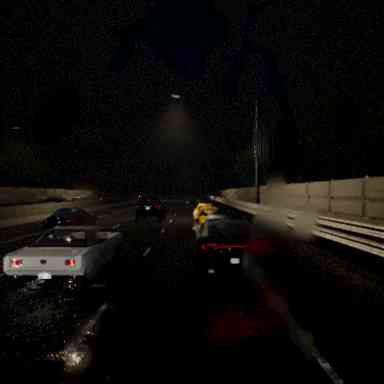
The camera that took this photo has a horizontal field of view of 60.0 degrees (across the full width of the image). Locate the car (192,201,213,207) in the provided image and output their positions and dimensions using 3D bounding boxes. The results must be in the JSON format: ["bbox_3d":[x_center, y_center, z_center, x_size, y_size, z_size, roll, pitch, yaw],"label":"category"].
[{"bbox_3d":[1.046,1.570,20.794,1.801,1.575,5.366,0,0,0],"label":"car"}]

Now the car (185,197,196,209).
[{"bbox_3d":[0.001,1.634,47.405,2.128,1.511,4.902,0,0,0],"label":"car"}]

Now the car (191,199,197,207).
[{"bbox_3d":[1.045,1.589,26.794,1.801,1.575,5.366,0,0,0],"label":"car"}]

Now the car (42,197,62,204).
[{"bbox_3d":[-24.537,1.629,58.547,1.837,1.490,4.892,0,0,0],"label":"car"}]

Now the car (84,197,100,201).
[{"bbox_3d":[-17.548,1.687,60.591,1.994,1.385,4.181,0,0,1],"label":"car"}]

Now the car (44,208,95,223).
[{"bbox_3d":[-6.904,1.634,19.230,1.812,1.442,4.674,0,0,0],"label":"car"}]

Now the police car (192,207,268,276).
[{"bbox_3d":[1.048,1.491,10.716,1.930,1.638,5.238,0,0,0],"label":"police car"}]

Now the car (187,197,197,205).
[{"bbox_3d":[-0.013,1.629,61.939,1.837,1.490,4.892,0,0,0],"label":"car"}]

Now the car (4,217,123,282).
[{"bbox_3d":[-3.402,1.663,9.912,1.895,1.301,4.718,0,0,0],"label":"car"}]

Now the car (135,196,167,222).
[{"bbox_3d":[-3.407,1.358,28.270,2.150,2.045,5.566,0,0,0],"label":"car"}]

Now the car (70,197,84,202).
[{"bbox_3d":[-21.036,1.686,61.384,1.994,1.385,4.181,0,0,1],"label":"car"}]
